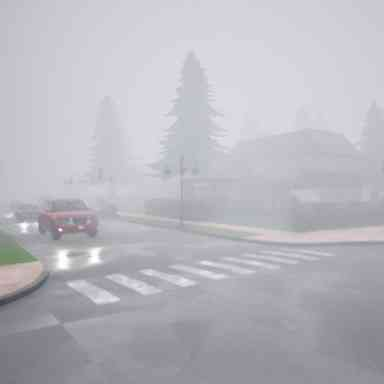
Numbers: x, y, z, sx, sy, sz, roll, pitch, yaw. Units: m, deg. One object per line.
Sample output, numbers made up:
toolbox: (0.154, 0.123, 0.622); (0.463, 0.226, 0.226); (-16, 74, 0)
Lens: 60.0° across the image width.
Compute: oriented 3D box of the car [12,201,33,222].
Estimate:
car: (-13.841, 1.751, 28.426); (1.994, 1.385, 4.181); (0, 0, -33)

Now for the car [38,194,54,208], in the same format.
car: (-23.834, 1.425, 54.465); (2.150, 2.045, 5.566); (0, 0, -21)

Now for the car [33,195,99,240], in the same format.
car: (-7.056, 1.396, 18.627); (2.150, 2.045, 5.566); (0, 0, -35)

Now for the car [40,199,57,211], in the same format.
car: (-19.663, 1.760, 45.370); (1.994, 1.385, 4.181); (0, 0, -26)

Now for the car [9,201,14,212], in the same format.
car: (-22.351, 1.803, 42.622); (1.895, 1.301, 4.718); (0, 0, -27)
